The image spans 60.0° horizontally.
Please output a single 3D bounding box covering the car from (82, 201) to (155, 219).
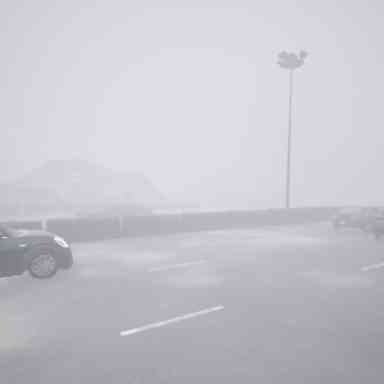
[{"bbox_3d":[-5.546,1.510,25.701,5.357,1.411,2.033,0,0,-35],"label":"car"}]

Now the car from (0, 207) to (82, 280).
[{"bbox_3d":[-5.480,1.350,8.435,4.553,1.767,2.097,0,0,-35],"label":"car"}]

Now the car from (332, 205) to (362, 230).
[{"bbox_3d":[10.103,1.509,19.538,4.674,1.442,1.812,0,0,-35],"label":"car"}]

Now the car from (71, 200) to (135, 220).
[{"bbox_3d":[-7.575,1.499,28.553,4.902,1.511,2.128,0,0,-35],"label":"car"}]

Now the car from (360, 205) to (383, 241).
[{"bbox_3d":[10.156,1.467,15.281,4.902,1.511,2.128,0,0,-35],"label":"car"}]
